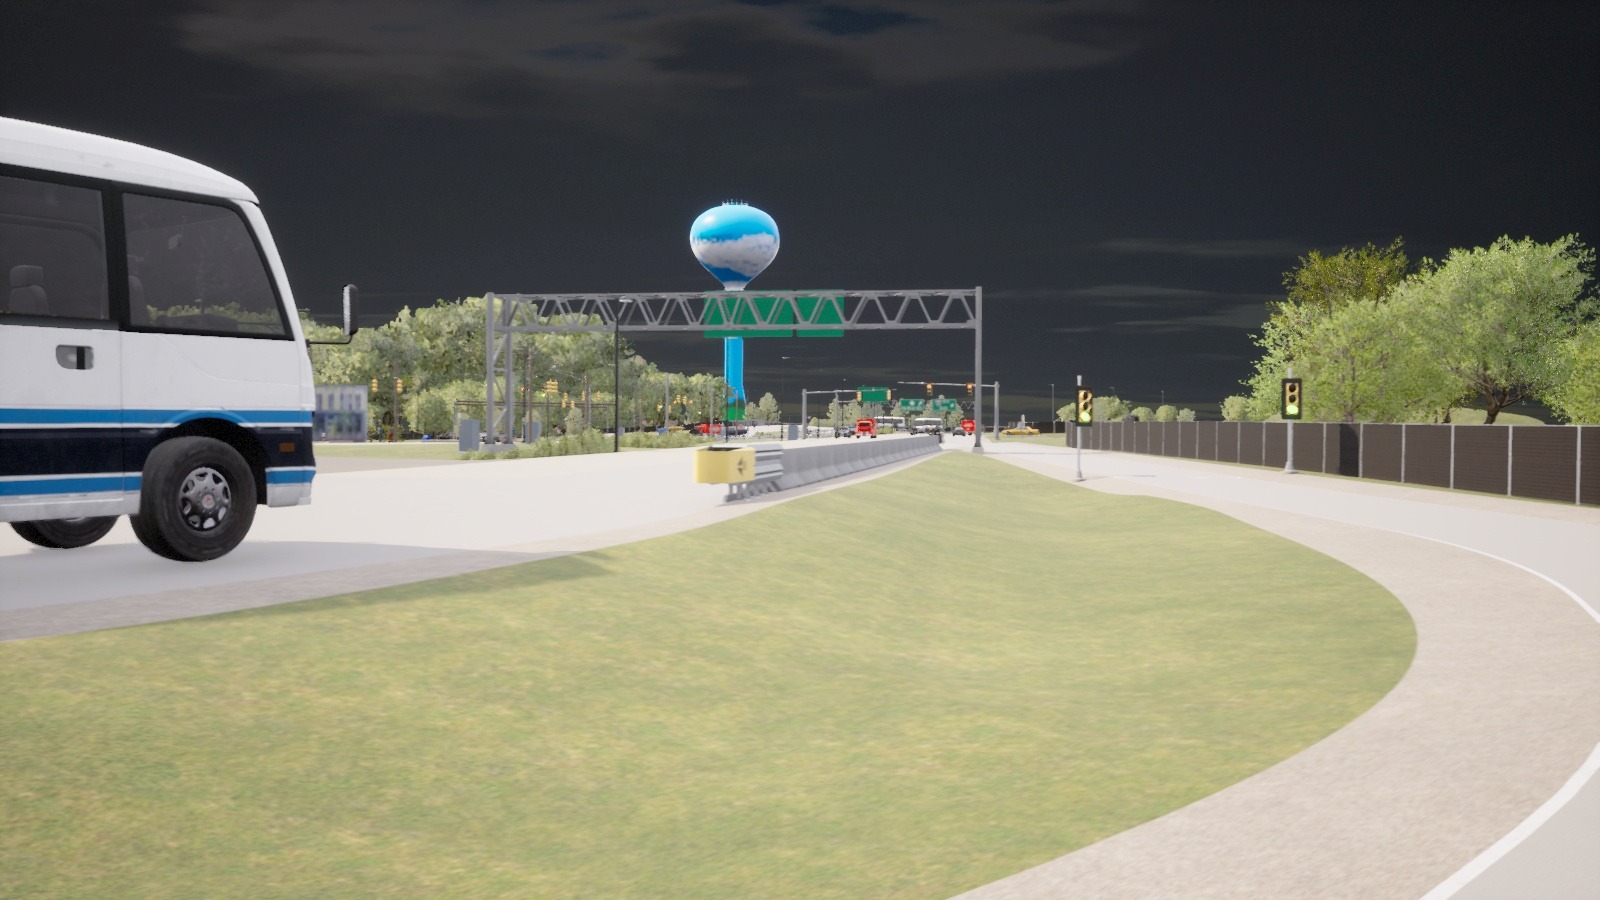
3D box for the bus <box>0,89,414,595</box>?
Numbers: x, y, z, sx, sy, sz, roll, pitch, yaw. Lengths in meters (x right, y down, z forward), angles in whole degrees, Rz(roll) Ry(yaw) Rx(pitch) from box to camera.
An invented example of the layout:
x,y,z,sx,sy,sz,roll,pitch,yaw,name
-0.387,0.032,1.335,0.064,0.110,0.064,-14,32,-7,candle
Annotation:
x,y,z,sx,sy,sz,roll,pitch,yaw,name
-8.870,-0.900,10.917,3.944,4.253,10.273,0,2,34,bus
